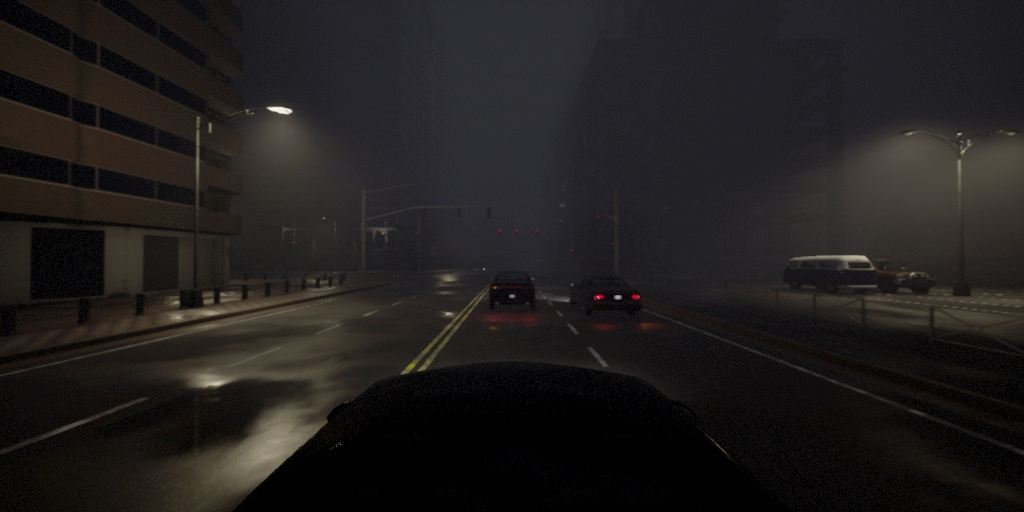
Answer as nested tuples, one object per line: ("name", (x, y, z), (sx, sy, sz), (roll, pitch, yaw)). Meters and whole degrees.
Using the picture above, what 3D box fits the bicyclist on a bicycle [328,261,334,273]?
("bicyclist on a bicycle", (-25.413, 1.544, 50.471), (0.582, 1.620, 1.656), (0, 0, 0))

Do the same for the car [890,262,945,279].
("car", (48.617, 1.678, 42.697), (4.674, 1.442, 1.812), (0, -1, 0))

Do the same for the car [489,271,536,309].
("car", (0.027, 1.389, 16.067), (1.882, 1.535, 5.008), (0, 0, 0))

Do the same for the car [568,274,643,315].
("car", (3.512, 1.440, 14.348), (2.033, 1.411, 5.357), (0, -1, 0))
